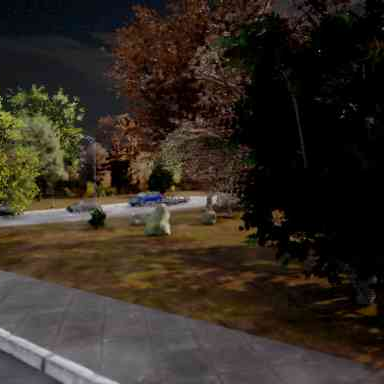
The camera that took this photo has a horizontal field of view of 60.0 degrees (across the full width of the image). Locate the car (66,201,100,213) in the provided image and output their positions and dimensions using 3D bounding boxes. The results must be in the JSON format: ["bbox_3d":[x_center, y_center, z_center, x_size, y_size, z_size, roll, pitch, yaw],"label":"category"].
[{"bbox_3d":[-13.509,1.779,41.446,1.994,1.385,4.181,-1,1,38],"label":"car"}]

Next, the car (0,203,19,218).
[{"bbox_3d":[-19.761,1.934,33.709,2.128,1.511,4.902,-1,0,39],"label":"car"}]

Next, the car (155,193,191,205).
[{"bbox_3d":[-2.478,1.169,49.191,2.033,1.411,5.357,-1,2,39],"label":"car"}]

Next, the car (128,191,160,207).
[{"bbox_3d":[-6.877,1.015,49.629,2.150,2.045,5.566,-1,2,40],"label":"car"}]
